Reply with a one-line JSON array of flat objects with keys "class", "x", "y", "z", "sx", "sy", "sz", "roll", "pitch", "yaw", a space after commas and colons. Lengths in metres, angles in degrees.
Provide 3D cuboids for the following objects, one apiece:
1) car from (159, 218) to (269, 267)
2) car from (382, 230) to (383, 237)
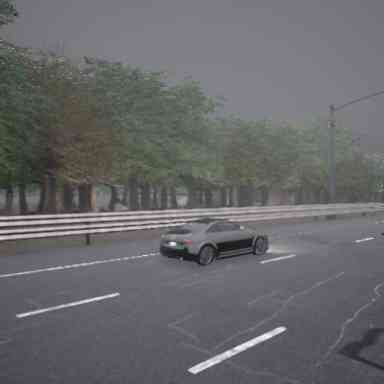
[{"class": "car", "x": 0.887, "y": 1.633, "z": 11.879, "sx": 4.181, "sy": 1.385, "sz": 1.994, "roll": 0, "pitch": 0, "yaw": -42}, {"class": "car", "x": 11.114, "y": 1.681, "z": 16.266, "sx": 5.357, "sy": 1.411, "sz": 2.033, "roll": 1, "pitch": -1, "yaw": -42}]
